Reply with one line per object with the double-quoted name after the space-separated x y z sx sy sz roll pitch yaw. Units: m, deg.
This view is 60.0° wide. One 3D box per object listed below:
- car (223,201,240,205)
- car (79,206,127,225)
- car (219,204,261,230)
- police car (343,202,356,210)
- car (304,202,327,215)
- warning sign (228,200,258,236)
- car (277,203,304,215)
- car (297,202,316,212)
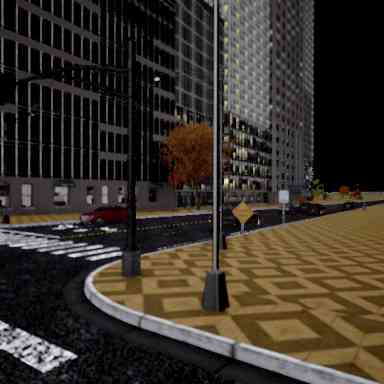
5.288 2.065 45.916 2.097 1.767 4.553 0 -1 33 "car"
-6.900 1.839 27.045 1.812 1.442 4.674 0 -1 33 "car"
3.629 1.920 24.992 1.837 1.490 4.892 0 -1 33 "car"
31.277 2.714 66.004 1.930 1.638 5.238 0 -1 33 "police car"
17.523 2.379 46.646 1.837 1.490 4.892 0 0 33 "car"
2.872 1.438 18.730 1.300 1.860 1.060 1 1 33 "warning sign"
13.591 2.371 46.569 2.033 1.411 5.357 0 -1 33 "car"
18.907 2.502 54.908 1.837 1.490 4.892 0 -1 33 "car"
